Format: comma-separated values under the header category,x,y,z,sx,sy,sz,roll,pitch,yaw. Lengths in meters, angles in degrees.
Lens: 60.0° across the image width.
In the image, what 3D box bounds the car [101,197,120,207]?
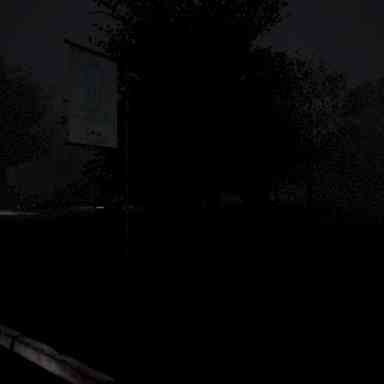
category,x,y,z,sx,sy,sz,roll,pitch,yaw
car,-11.537,1.501,50.622,2.033,1.411,5.357,0,0,37

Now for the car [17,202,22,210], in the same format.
category,x,y,z,sx,sy,sz,roll,pitch,yaw
car,-18.976,1.484,41.176,2.128,1.511,4.902,0,0,39

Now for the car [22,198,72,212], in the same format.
category,x,y,z,sx,sy,sz,roll,pitch,yaw
car,-16.512,1.470,38.652,1.882,1.535,5.008,0,0,39
